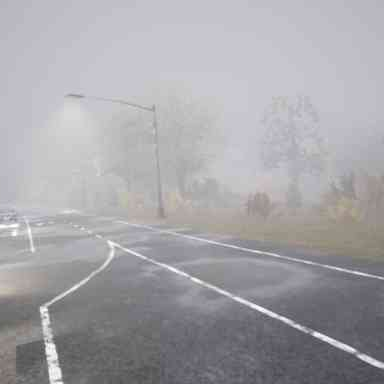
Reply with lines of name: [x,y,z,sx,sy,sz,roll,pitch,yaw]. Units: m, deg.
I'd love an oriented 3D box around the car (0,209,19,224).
car: [-20.882,2.732,37.804,2.128,1.511,4.902,-4,1,-28]
